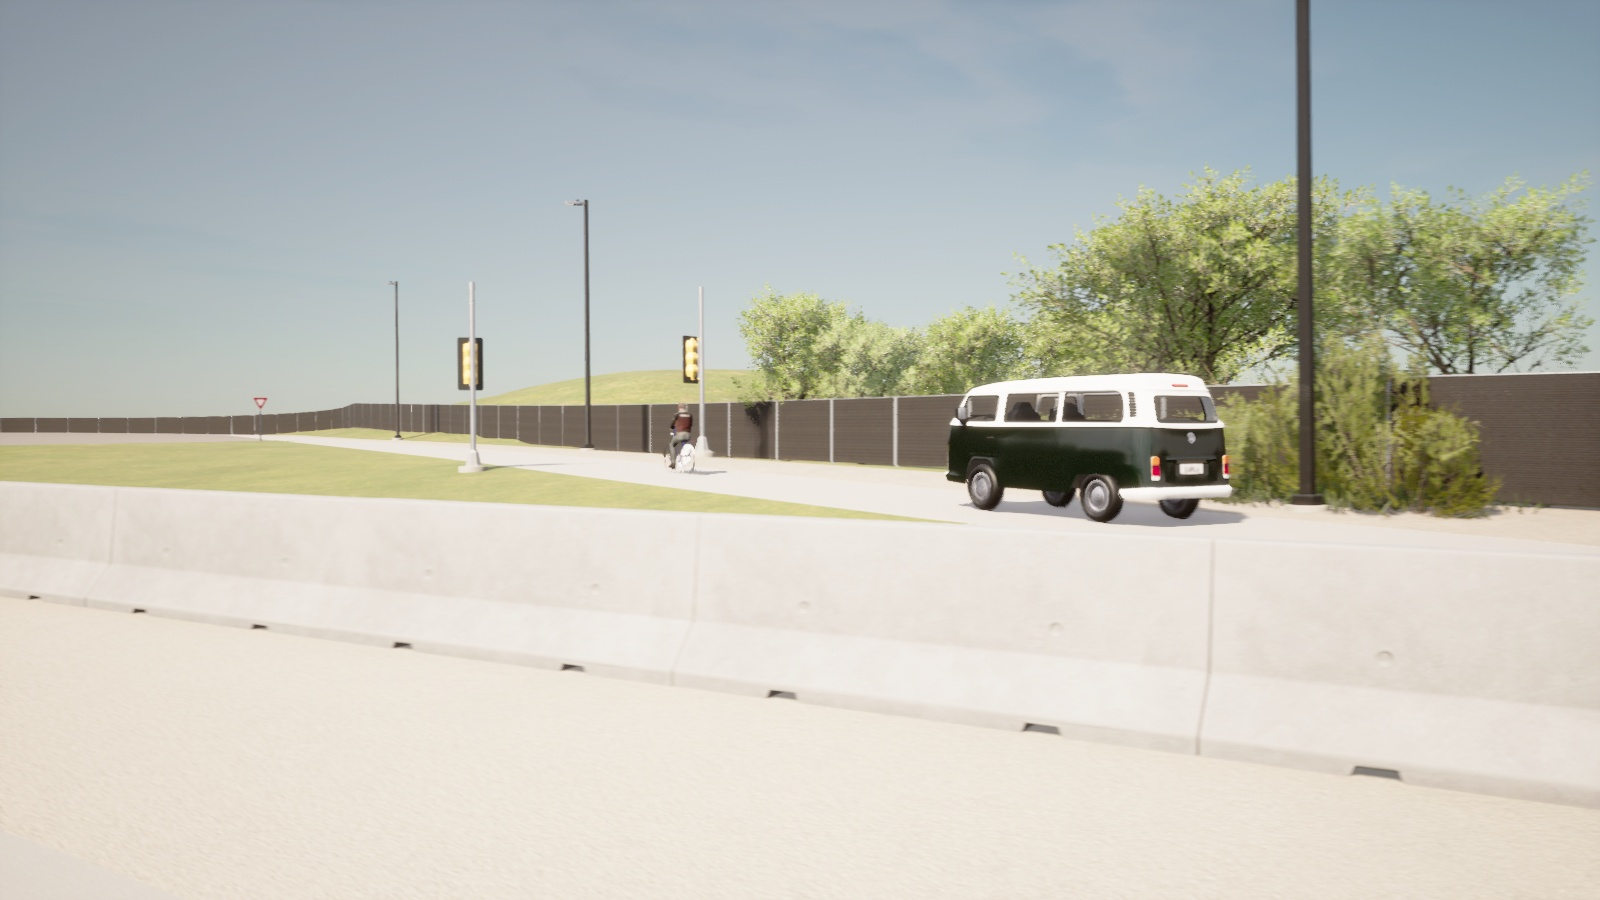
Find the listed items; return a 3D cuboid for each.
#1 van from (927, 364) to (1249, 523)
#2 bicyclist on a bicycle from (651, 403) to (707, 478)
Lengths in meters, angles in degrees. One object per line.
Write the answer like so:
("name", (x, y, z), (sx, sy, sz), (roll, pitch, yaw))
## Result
("van", (4.069, -0.144, 18.504), (2.069, 2.038, 4.480), (-2, 2, -31))
("bicyclist on a bicycle", (-2.983, -0.240, 30.804), (0.659, 1.776, 1.843), (-2, 2, -29))
